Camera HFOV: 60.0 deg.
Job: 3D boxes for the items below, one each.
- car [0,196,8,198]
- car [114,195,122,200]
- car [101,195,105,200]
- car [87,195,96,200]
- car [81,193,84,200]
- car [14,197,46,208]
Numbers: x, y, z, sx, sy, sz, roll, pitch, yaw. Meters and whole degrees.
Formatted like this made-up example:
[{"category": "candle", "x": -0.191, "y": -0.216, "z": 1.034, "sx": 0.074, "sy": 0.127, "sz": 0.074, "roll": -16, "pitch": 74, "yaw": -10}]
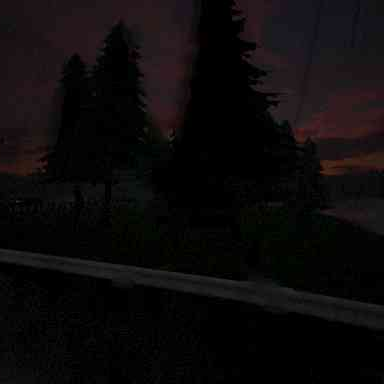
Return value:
[{"category": "car", "x": -39.964, "y": 1.540, "z": 69.270, "sx": 2.033, "sy": 1.411, "sz": 5.357, "roll": 0, "pitch": 0, "yaw": 5}, {"category": "car", "x": -19.365, "y": 1.500, "z": 86.701, "sx": 1.837, "sy": 1.490, "sz": 4.892, "roll": 0, "pitch": 0, "yaw": -10}, {"category": "car", "x": -23.155, "y": 1.553, "z": 88.302, "sx": 1.994, "sy": 1.385, "sz": 4.181, "roll": 0, "pitch": 0, "yaw": -10}, {"category": "car", "x": -26.827, "y": 1.553, "z": 89.233, "sx": 1.994, "sy": 1.385, "sz": 4.181, "roll": 0, "pitch": 0, "yaw": -10}, {"category": "car", "x": -30.605, "y": 1.225, "z": 90.537, "sx": 2.150, "sy": 2.045, "sz": 5.566, "roll": 0, "pitch": 0, "yaw": -14}, {"category": "car", "x": -22.960, "y": 1.491, "z": 47.469, "sx": 2.128, "sy": 1.511, "sz": 4.902, "roll": 0, "pitch": 0, "yaw": 15}]
